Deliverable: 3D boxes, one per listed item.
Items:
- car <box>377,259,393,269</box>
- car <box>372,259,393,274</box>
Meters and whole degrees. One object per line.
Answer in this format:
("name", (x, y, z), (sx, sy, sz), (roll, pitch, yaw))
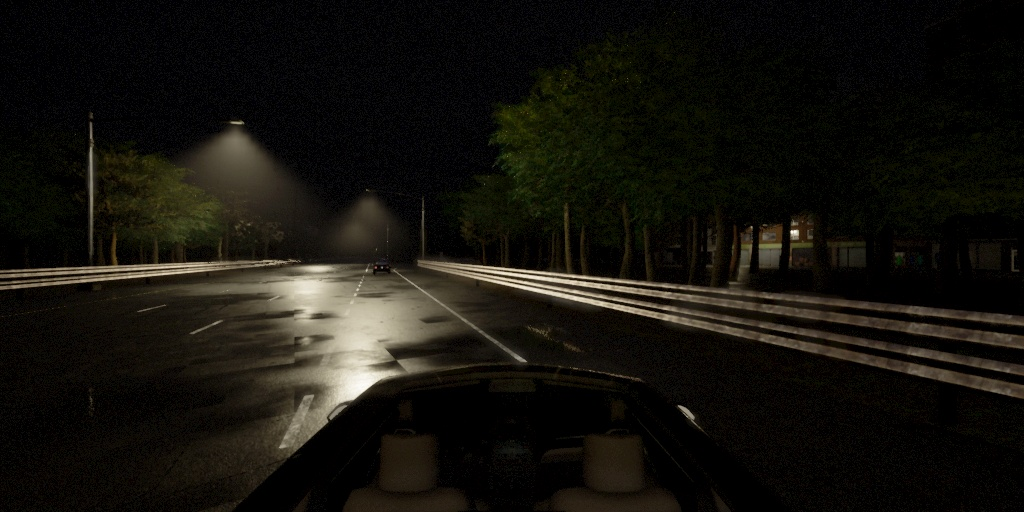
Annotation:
("car", (-20.147, 1.270, 57.024), (1.812, 1.442, 4.674), (0, 0, -14))
("car", (-15.268, 1.294, 41.903), (2.033, 1.411, 5.357), (0, 0, -21))
